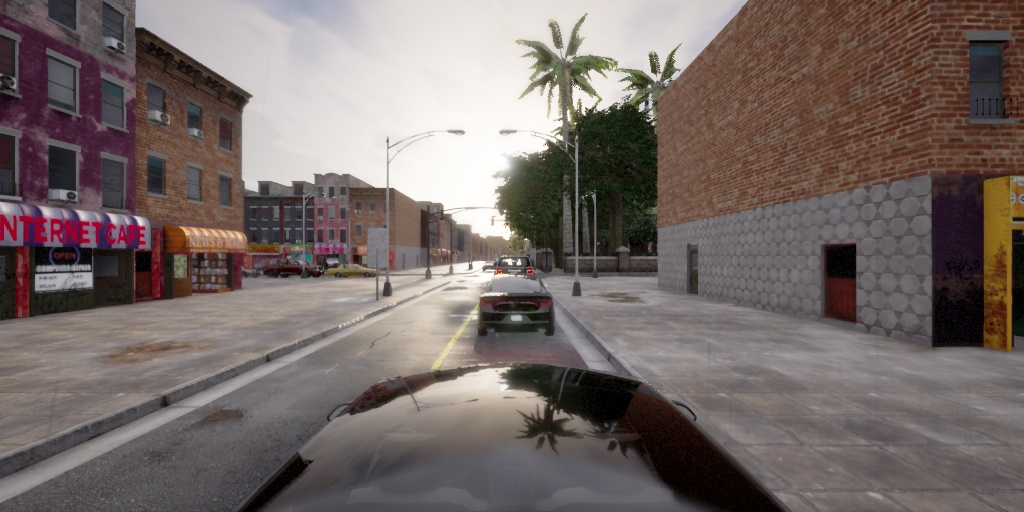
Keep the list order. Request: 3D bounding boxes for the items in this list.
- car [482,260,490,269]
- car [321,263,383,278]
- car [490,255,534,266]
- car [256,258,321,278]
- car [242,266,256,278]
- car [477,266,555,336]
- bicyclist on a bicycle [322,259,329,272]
[{"bbox_3d":[-2.862,1.316,47.862,1.812,1.442,4.674,0,0,0],"label":"car"},{"bbox_3d":[-14.443,1.324,32.994,4.829,1.417,1.751,0,0,0],"label":"car"},{"bbox_3d":[0.100,0.980,20.418,2.150,2.045,5.566,0,0,-1],"label":"car"},{"bbox_3d":[-20.064,1.127,32.987,5.009,1.841,2.192,0,0,0],"label":"car"},{"bbox_3d":[-25.516,1.409,32.980,4.207,1.307,1.802,0,0,0],"label":"car"},{"bbox_3d":[0.098,1.230,10.449,1.882,1.535,5.008,0,0,0],"label":"car"},{"bbox_3d":[-20.147,1.124,38.633,0.582,1.620,1.656,0,0,0],"label":"bicyclist on a bicycle"}]
